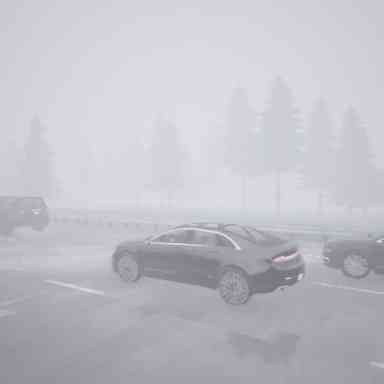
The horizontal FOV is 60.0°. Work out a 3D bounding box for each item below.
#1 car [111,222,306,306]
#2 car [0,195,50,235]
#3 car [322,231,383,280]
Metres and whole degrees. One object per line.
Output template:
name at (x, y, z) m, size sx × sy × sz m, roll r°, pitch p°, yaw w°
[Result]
car at (0.160, 1.481, 8.017) m, size 4.902 × 1.511 × 2.128 m, roll 0°, pitch 0°, yaw 34°
car at (-10.498, 1.207, 18.851) m, size 5.566 × 2.045 × 2.150 m, roll 0°, pitch 0°, yaw 30°
car at (5.874, 1.488, 8.335) m, size 4.892 × 1.490 × 1.837 m, roll 0°, pitch 0°, yaw 35°
